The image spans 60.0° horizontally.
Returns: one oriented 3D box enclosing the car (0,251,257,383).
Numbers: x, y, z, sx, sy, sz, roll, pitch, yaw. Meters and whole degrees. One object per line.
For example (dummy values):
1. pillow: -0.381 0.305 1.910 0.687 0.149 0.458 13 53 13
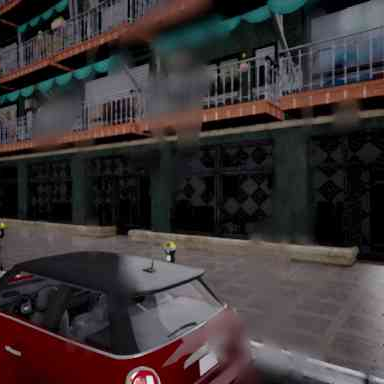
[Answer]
1. car: -1.442 1.438 3.899 4.097 1.590 1.967 0 0 35
